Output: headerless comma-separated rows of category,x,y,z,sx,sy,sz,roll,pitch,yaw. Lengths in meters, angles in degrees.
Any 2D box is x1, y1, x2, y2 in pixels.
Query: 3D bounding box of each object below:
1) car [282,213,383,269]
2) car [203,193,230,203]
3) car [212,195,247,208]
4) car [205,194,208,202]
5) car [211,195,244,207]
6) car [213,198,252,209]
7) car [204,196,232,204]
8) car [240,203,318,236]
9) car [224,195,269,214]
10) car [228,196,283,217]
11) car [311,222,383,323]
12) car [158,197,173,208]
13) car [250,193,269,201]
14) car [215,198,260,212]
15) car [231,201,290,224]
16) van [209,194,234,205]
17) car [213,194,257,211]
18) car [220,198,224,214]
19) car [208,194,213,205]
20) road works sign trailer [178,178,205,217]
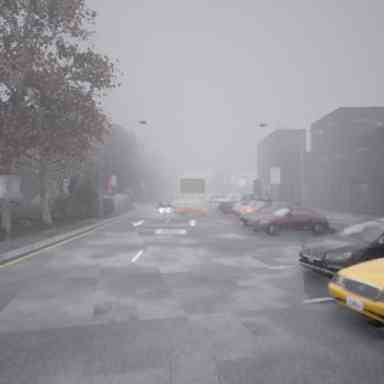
car,5.319,1.488,9.314,4.892,1.521,2.231,1,0,-20
car,5.589,1.397,75.392,5.566,2.045,2.435,1,0,-20
car,5.451,1.418,48.333,4.553,1.767,2.185,1,0,-20
car,5.528,1.588,60.354,5.008,1.535,2.097,1,-1,-20
car,5.466,1.428,51.334,4.553,1.767,2.185,1,0,-20
car,5.440,1.564,45.319,4.792,1.488,2.163,1,0,-20
car,5.384,1.618,69.298,5.366,1.575,1.946,1,0,-20
car,5.334,1.529,18.315,4.674,1.452,2.002,1,0,-20
car,5.402,1.372,27.328,4.553,1.767,2.185,1,0,-20
car,5.388,1.368,24.326,4.553,1.767,2.185,1,0,-20
car,5.134,1.481,6.250,5.366,1.575,1.946,1,0,-20
car,-3.958,1.553,50.137,2.128,1.511,4.902,0,0,0
car,18.596,1.471,91.350,2.435,2.045,5.566,0,0,-21
car,5.404,1.548,39.317,4.792,1.488,2.163,1,0,-20
car,5.315,1.520,21.306,4.792,1.488,2.163,1,0,-20
van,5.657,1.376,63.400,4.442,1.987,1.878,1,0,-20
car,5.390,1.254,33.303,5.566,2.045,2.435,1,0,-20
car,5.381,1.541,30.324,4.674,1.452,2.002,1,0,-20
car,5.427,1.274,42.319,5.566,2.045,2.435,1,0,-20
road works sign trailer,0.068,0.482,32.050,2.380,3.560,2.880,0,0,0
